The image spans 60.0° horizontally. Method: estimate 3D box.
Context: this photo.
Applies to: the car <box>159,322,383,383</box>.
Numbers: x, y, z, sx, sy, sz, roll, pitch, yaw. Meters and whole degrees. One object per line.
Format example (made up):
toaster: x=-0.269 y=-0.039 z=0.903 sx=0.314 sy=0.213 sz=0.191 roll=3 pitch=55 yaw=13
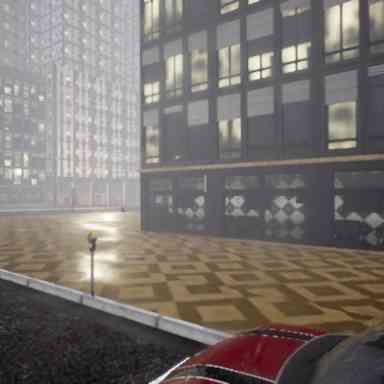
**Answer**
car: x=1.527 y=1.441 z=1.797 sx=4.097 sy=1.590 sz=1.967 roll=0 pitch=0 yaw=36
